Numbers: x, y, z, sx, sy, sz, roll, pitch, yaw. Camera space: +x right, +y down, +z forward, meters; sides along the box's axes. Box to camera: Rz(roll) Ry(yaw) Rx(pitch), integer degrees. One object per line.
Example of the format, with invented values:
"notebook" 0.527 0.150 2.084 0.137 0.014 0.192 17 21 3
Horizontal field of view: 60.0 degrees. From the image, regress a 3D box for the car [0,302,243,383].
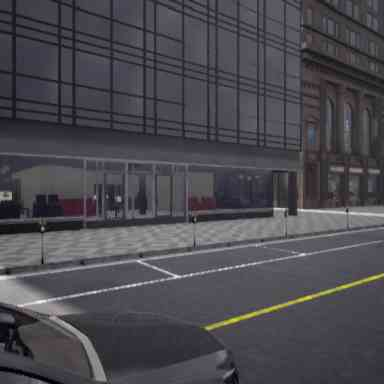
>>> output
"car" -1.705 1.519 2.218 4.674 1.442 1.812 0 0 -35
